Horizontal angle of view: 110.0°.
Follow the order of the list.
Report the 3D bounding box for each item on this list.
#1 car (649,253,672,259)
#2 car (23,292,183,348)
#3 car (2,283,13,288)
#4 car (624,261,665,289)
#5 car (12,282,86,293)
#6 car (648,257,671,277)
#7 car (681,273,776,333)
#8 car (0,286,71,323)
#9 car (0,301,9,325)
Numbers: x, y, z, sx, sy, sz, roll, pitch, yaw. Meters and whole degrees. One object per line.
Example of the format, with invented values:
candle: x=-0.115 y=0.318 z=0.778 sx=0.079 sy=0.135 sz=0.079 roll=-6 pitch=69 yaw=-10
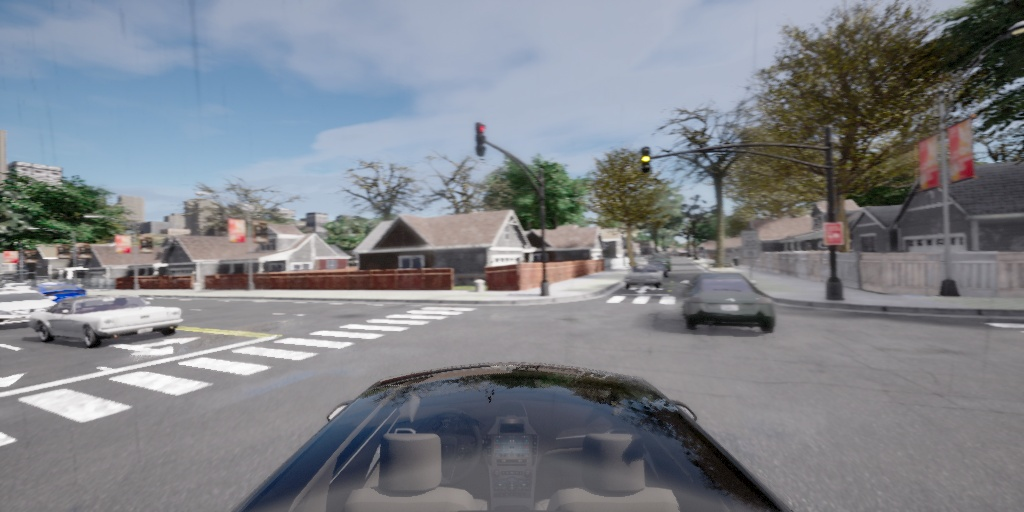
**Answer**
car: x=16.698 y=0.675 z=40.314 sx=2.150 sy=2.045 sz=5.566 roll=-2 pitch=0 yaw=25
car: x=-12.522 y=1.904 z=11.092 sx=4.718 sy=1.301 sz=1.895 roll=-2 pitch=0 yaw=22
car: x=-49.404 y=3.422 z=35.639 sx=4.674 sy=1.442 sz=1.812 roll=-2 pitch=0 yaw=25
car: x=7.990 y=1.215 z=21.690 sx=1.895 sy=1.301 sz=4.718 roll=-2 pitch=0 yaw=25
car: x=-28.926 y=2.498 z=22.578 sx=5.008 sy=1.535 sz=1.882 roll=-2 pitch=0 yaw=25
car: x=12.280 y=1.098 z=30.772 sx=1.994 sy=1.385 sz=4.181 roll=-2 pitch=0 yaw=25
car: x=5.952 y=1.169 z=10.275 sx=1.994 sy=1.385 sz=4.181 roll=-2 pitch=0 yaw=24
car: x=-20.831 y=2.178 z=14.990 sx=4.674 sy=1.442 sz=1.812 roll=-2 pitch=0 yaw=25
car: x=-14.451 y=1.904 z=8.405 sx=5.357 sy=1.411 sz=2.033 roll=-2 pitch=0 yaw=25
